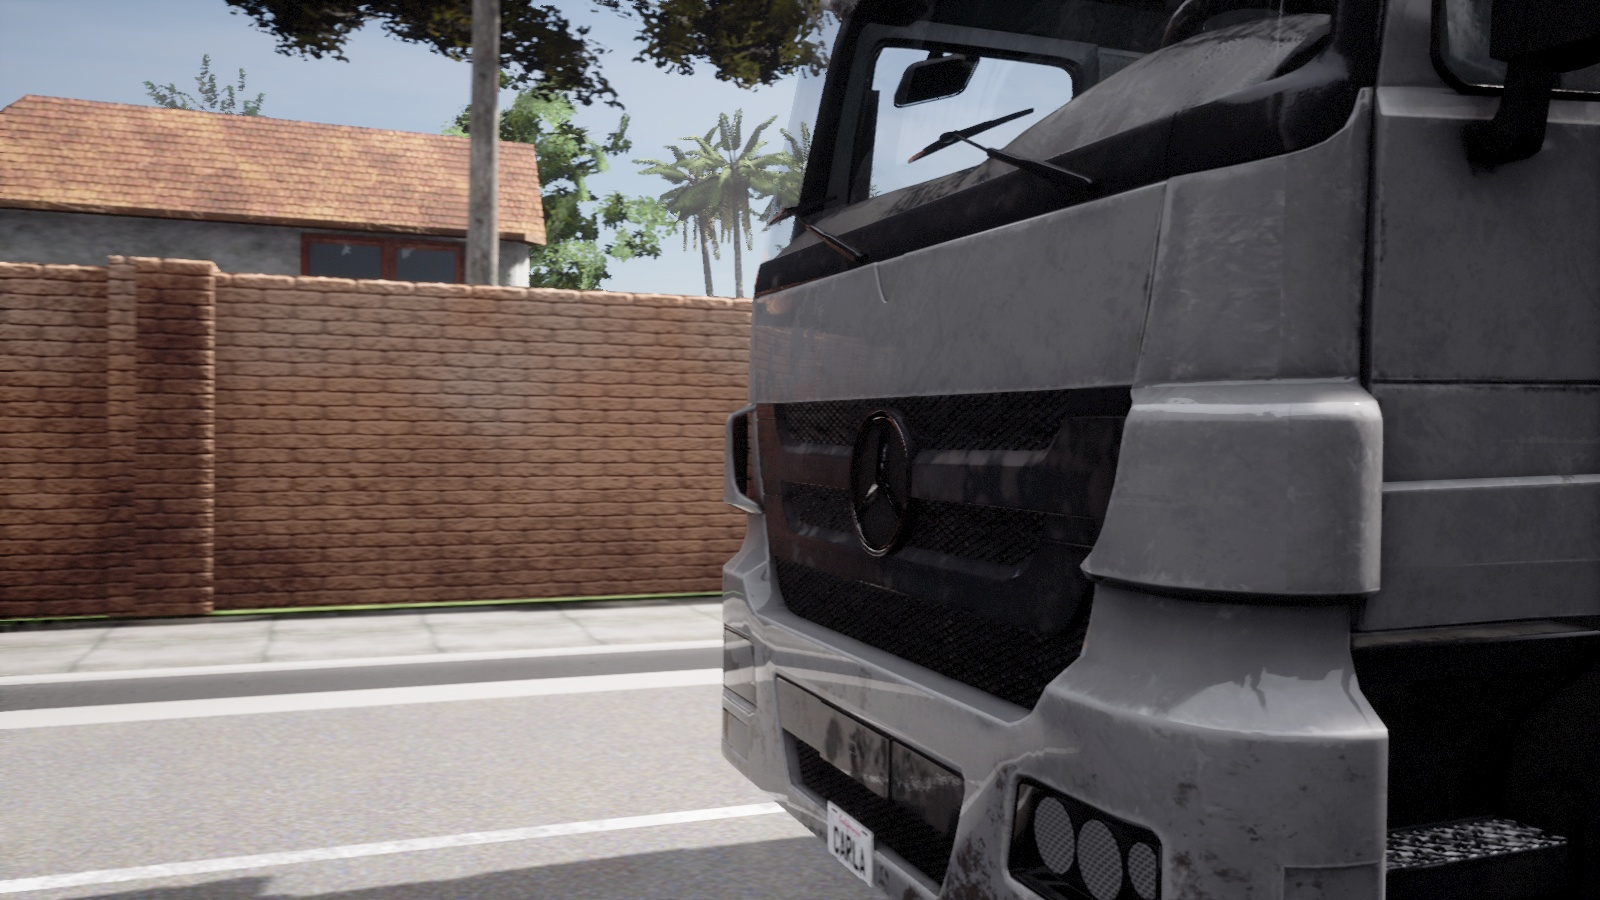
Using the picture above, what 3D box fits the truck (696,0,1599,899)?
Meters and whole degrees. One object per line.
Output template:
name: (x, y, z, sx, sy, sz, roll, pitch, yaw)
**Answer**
truck: (3.856, -0.302, 4.691, 7.936, 3.462, 2.891, -1, 1, -21)
